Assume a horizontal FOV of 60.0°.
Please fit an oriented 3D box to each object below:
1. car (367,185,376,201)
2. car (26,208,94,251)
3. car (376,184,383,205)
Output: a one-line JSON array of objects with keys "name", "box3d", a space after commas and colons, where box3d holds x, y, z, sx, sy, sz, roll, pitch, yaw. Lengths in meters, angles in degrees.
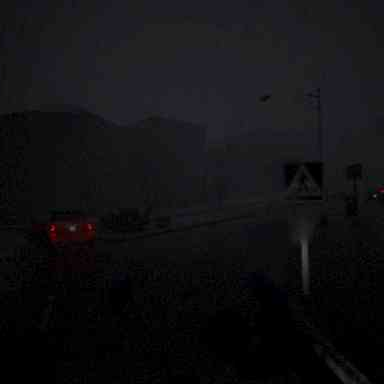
[{"name": "car", "box3d": [18.404, -0.044, 31.877, 4.674, 1.442, 1.812, -6, 1, -42]}, {"name": "car", "box3d": [-6.387, 1.641, 15.865, 2.097, 1.767, 4.553, 1, -2, -37]}, {"name": "car", "box3d": [15.709, 0.295, 22.954, 4.892, 1.521, 2.231, -4, 1, 29]}]
